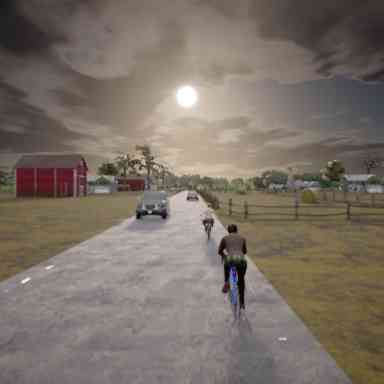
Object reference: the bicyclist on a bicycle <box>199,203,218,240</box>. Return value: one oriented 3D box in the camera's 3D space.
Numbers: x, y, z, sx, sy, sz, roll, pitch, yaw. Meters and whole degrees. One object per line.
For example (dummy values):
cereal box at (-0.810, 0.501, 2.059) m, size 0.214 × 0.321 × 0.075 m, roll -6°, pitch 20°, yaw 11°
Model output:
bicyclist on a bicycle at (0.761, 1.310, 15.226) m, size 0.866 × 1.612 × 1.509 m, roll 0°, pitch 1°, yaw 0°

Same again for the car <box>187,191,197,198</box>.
car at (-0.004, 0.441, 73.900) m, size 2.033 × 1.411 × 5.357 m, roll 0°, pitch 1°, yaw 0°

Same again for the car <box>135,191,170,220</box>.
car at (-2.851, 0.938, 25.311) m, size 2.150 × 2.045 × 5.566 m, roll 0°, pitch 1°, yaw 0°

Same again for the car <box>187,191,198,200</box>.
car at (0.099, 0.712, 58.412) m, size 1.994 × 1.385 × 4.181 m, roll 0°, pitch 1°, yaw 0°

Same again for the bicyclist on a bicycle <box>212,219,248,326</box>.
bicyclist on a bicycle at (0.756, 1.418, 6.052) m, size 0.582 × 1.620 × 1.656 m, roll 0°, pitch 0°, yaw 0°
